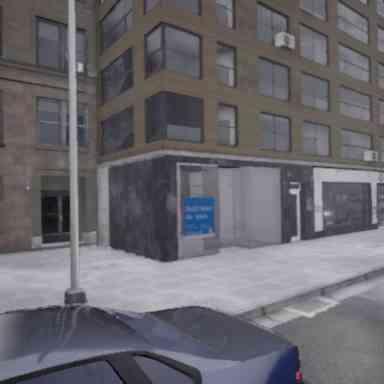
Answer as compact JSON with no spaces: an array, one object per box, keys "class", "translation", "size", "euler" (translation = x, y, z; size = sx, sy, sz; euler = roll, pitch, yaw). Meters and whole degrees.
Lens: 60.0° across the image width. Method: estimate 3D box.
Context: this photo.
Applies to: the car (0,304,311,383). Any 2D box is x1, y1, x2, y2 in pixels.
[{"class":"car","translation":[-1.461,1.613,1.968],"size":[5.357,1.411,2.033],"euler":[-1,-1,-37]}]
